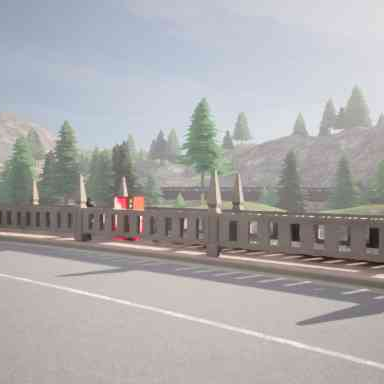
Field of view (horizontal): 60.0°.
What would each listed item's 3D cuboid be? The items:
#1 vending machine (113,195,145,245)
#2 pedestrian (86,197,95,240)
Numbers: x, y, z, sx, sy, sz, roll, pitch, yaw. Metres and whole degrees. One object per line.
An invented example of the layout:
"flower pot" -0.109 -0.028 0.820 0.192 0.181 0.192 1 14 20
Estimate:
"vending machine" -2.789 1.189 14.724 0.880 2.100 1.100 1 0 29
"pedestrian" -4.470 1.136 14.314 0.375 1.860 0.375 1 1 28
